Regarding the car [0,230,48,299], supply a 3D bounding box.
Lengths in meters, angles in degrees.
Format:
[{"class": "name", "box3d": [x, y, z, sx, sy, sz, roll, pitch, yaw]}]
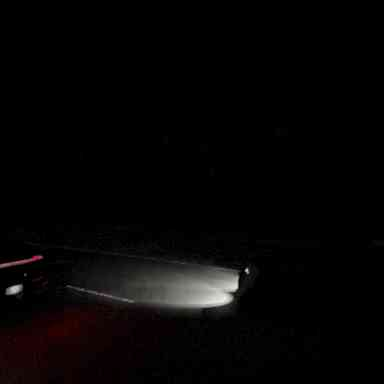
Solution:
[{"class": "car", "box3d": [-5.130, 1.449, 6.945, 4.902, 1.511, 2.128, 0, 0, 31]}]

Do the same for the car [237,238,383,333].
[{"class": "car", "box3d": [2.939, 1.545, 5.954, 4.181, 1.385, 1.994, 0, 0, 34]}]
